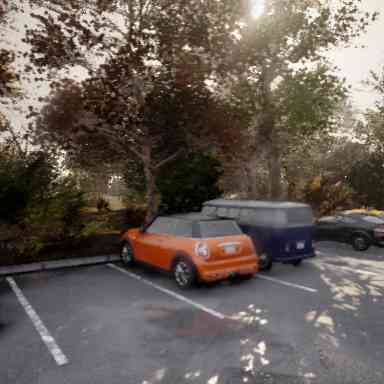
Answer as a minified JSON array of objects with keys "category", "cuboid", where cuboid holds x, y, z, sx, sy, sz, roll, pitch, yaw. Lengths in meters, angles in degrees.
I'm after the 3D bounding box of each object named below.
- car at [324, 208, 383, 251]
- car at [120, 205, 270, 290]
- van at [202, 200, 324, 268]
[{"category":"car","cuboid":[6.444,1.578,14.434,2.002,1.452,4.674,0,0,-36]},{"category":"car","cuboid":[-0.327,1.371,9.546,2.185,1.767,4.553,0,0,-36]},{"category":"van","cuboid":[1.848,1.282,11.285,1.878,1.987,4.442,0,0,-36]}]
